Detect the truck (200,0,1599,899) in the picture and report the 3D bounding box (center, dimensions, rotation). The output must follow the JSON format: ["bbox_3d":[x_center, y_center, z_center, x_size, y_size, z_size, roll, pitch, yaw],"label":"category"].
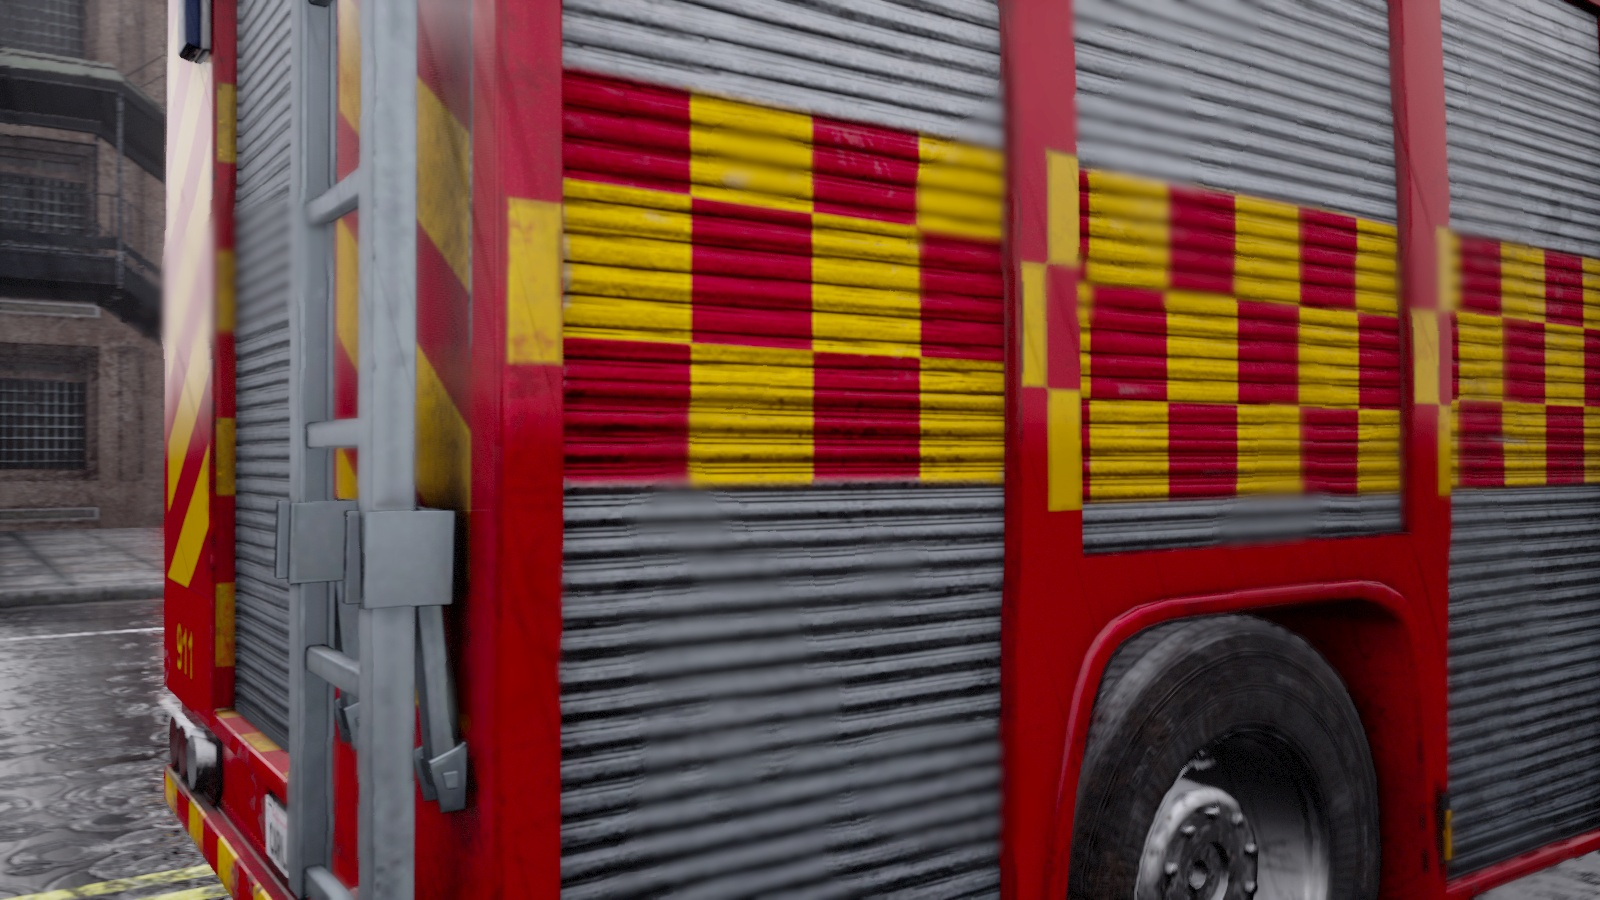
[{"bbox_3d":[2.358,-0.412,5.304,8.468,3.827,2.891,0,0,-35],"label":"truck"}]
